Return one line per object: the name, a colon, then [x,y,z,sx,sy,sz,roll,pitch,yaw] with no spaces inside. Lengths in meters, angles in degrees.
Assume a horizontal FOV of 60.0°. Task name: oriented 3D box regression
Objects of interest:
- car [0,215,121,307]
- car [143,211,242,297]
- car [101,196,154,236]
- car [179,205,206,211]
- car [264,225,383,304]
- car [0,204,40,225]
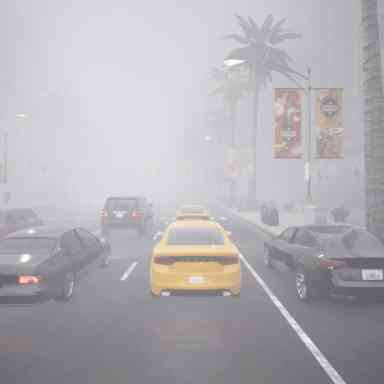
car: [-3.424,1.547,8.206,2.033,1.411,5.357,0,0,0]
car: [0.070,1.477,8.637,1.882,1.535,5.008,0,0,0]
car: [-3.467,1.222,18.565,2.150,2.045,5.566,0,0,0]
car: [0.031,1.477,18.836,1.882,1.535,5.008,0,0,0]
car: [3.164,1.513,8.227,2.161,1.482,4.786,0,0,-1]
car: [-7.121,1.352,12.002,2.097,1.767,4.553,0,0,0]
